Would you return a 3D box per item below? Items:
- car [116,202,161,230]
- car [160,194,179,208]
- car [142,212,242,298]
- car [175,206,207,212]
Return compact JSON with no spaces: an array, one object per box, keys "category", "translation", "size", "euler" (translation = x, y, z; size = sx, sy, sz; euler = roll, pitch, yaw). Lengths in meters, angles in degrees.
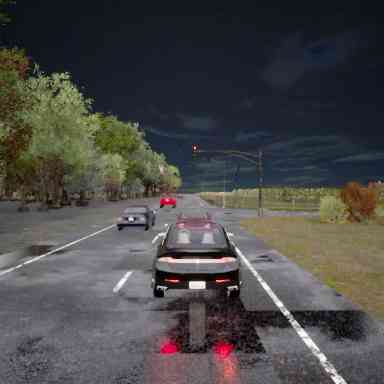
[{"category":"car","translation":[-3.390,1.552,20.872],"size":[2.033,1.411,5.357],"euler":[0,0,-1]},{"category":"car","translation":[-3.391,1.229,48.514],"size":[2.150,2.045,5.566],"euler":[0,0,0]},{"category":"car","translation":[0.101,1.494,8.518],"size":[2.128,1.511,4.902],"euler":[0,0,0]},{"category":"car","translation":[0.104,1.605,17.734],"size":[1.895,1.301,4.718],"euler":[0,0,0]}]
